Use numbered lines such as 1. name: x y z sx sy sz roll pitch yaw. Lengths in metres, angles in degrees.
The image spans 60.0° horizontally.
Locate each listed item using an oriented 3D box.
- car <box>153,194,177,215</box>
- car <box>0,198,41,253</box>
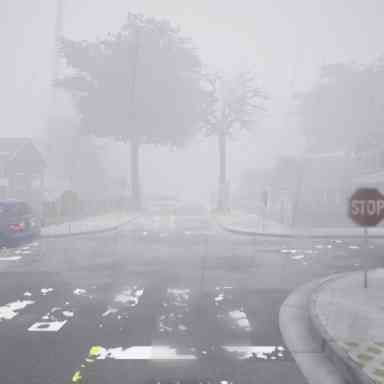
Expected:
1. car: -2.730 1.252 34.669 2.150 2.045 5.566 0 0 0
2. car: -8.601 1.312 12.233 5.566 2.045 2.150 -1 4 -5
